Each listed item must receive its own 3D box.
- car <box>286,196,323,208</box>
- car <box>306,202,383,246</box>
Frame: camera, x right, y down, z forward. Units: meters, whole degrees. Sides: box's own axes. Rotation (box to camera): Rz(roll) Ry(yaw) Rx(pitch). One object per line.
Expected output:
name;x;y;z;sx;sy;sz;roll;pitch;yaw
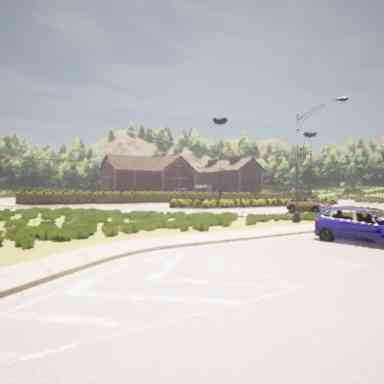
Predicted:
car;11.703;1.305;33.251;1.932;1.855;4.605;0;0;-34
car;7.693;1.489;14.382;2.242;1.667;4.611;0;0;-34
